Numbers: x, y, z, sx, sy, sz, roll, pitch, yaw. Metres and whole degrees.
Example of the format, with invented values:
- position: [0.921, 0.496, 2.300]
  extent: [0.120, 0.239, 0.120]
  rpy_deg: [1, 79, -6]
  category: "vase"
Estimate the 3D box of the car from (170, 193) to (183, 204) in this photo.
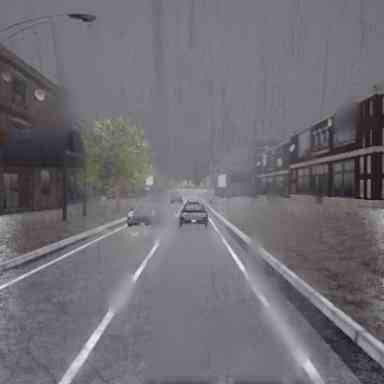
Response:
- position: [-3.006, 1.267, 65.226]
  extent: [2.150, 2.045, 5.566]
  rpy_deg: [0, 1, 0]
  category: "car"

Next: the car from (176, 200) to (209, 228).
- position: [0.100, 1.537, 22.458]
  extent: [2.128, 1.511, 4.902]
  rpy_deg: [0, 0, 0]
  category: "car"

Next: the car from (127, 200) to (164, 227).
- position: [-3.097, 1.400, 22.942]
  extent: [2.097, 1.767, 4.553]
  rpy_deg: [0, 0, 0]
  category: "car"
